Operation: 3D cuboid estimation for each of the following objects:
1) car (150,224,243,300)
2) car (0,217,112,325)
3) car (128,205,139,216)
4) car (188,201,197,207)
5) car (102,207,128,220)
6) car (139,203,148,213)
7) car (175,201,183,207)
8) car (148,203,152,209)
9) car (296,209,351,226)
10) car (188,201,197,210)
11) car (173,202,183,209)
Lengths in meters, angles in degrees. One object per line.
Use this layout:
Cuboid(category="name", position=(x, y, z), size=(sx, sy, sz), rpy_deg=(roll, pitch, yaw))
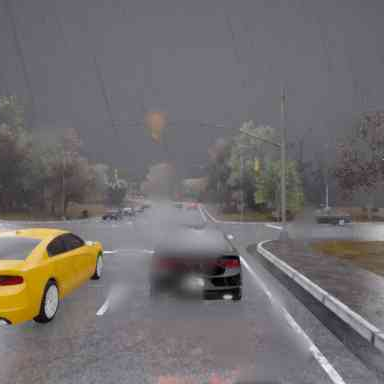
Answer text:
Cuboid(category="car", position=(0.098, 1.566, 8.579), size=(1.882, 1.535, 5.008), rpy_deg=(0, -1, 0))
Cuboid(category="car", position=(-3.408, 1.543, 7.336), size=(1.882, 1.535, 5.008), rpy_deg=(0, -1, 0))
Cuboid(category="car", position=(-10.491, 3.215, 54.667), size=(1.812, 1.442, 4.674), rpy_deg=(0, -1, 0))
Cuboid(category="car", position=(0.045, 3.168, 86.367), size=(2.033, 1.411, 5.357), rpy_deg=(0, 0, -3))
Cuboid(category="car", position=(-10.535, 3.005, 44.796), size=(2.033, 1.411, 5.357), rpy_deg=(0, -2, 1))
Cuboid(category="car", position=(-10.431, 3.250, 64.771), size=(2.128, 1.511, 4.902), rpy_deg=(0, 0, 1))
Cuboid(category="car", position=(-3.471, 3.173, 86.790), size=(1.994, 1.385, 4.181), rpy_deg=(0, 0, -3))
Cuboid(category="car", position=(-10.370, 3.213, 77.435), size=(2.033, 1.411, 5.357), rpy_deg=(0, 0, 0))
Cuboid(category="car", position=(12.449, 2.441, 31.612), size=(4.892, 1.490, 1.837), rpy_deg=(0, -2, 0))
Cuboid(category="car", position=(0.131, 3.047, 76.210), size=(2.097, 1.767, 4.553), rpy_deg=(0, 0, 0))
Cuboid(category="car", position=(-3.370, 3.189, 76.721), size=(1.837, 1.490, 4.892), rpy_deg=(0, 0, 0))
